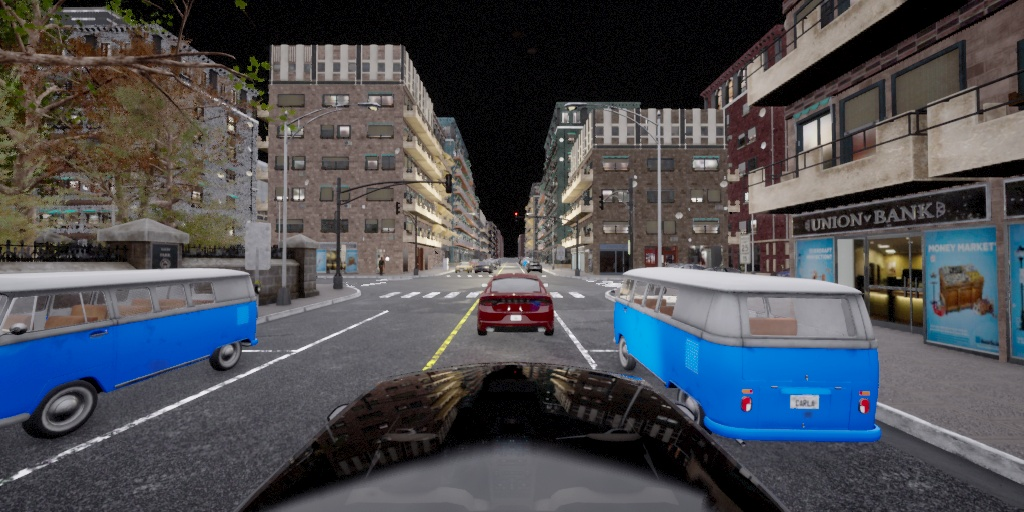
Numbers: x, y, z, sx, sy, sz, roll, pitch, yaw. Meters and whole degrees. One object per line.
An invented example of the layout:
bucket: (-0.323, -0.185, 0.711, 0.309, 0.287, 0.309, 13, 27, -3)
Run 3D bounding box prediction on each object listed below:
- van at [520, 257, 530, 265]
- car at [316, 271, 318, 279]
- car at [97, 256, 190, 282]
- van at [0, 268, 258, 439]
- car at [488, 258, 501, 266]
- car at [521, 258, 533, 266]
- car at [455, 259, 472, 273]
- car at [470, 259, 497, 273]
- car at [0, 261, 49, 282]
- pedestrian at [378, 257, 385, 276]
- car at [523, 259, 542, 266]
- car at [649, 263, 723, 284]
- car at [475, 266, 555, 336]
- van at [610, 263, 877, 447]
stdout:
van: (2.640, 1.112, 59.990, 1.690, 1.789, 3.998, 0, 0, 0)
car: (-16.626, 1.139, 25.794, 4.902, 1.511, 2.128, 0, -1, 1)
car: (-26.484, 0.946, 25.905, 4.553, 1.767, 2.097, 0, -1, 1)
van: (-5.659, 1.092, 5.110, 1.690, 1.789, 3.998, 0, 0, 0)
car: (-3.135, 1.260, 52.385, 2.128, 1.511, 4.902, 0, 0, 0)
car: (2.650, 1.317, 48.705, 2.007, 1.370, 4.403, 0, 0, 0)
car: (-5.725, 1.290, 42.885, 1.751, 1.417, 4.829, 0, 0, 0)
car: (-3.143, 1.311, 40.683, 2.033, 1.411, 5.357, 0, 0, 1)
car: (-37.648, 1.082, 26.028, 5.357, 1.411, 2.033, 0, -1, 0)
pedestrian: (-12.568, 0.968, 34.491, 0.375, 1.860, 0.375, 0, -1, 1)
car: (2.655, 1.330, 43.063, 1.948, 1.339, 4.313, 0, 0, 0)
car: (13.772, 1.364, 28.667, 4.902, 1.511, 2.128, 0, -1, 1)
car: (0.090, 1.230, 10.475, 1.882, 1.535, 5.008, 0, 0, 0)
van: (2.655, 1.092, 5.116, 1.690, 1.789, 3.998, 0, 0, 0)
